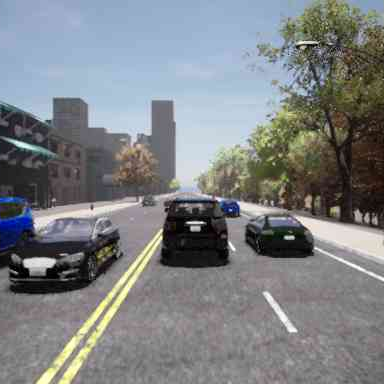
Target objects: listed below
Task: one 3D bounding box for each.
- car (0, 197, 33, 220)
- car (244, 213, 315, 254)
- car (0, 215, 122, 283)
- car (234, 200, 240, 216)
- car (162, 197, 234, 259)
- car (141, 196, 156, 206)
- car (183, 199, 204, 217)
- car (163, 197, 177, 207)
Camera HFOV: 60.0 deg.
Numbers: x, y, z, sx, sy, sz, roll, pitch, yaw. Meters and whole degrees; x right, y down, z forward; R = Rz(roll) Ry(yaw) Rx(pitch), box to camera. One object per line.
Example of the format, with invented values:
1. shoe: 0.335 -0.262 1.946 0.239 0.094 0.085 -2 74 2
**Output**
1. car: -6.598 1.201 9.596 2.150 2.045 5.566 0 0 0
2. car: 3.354 1.535 13.454 1.994 1.385 4.181 0 0 0
3. car: -3.348 1.471 9.675 2.128 1.511 4.902 0 0 0
4. car: 3.361 1.410 31.353 1.882 1.535 5.008 0 0 0
5. car: 0.103 1.194 12.678 2.150 2.045 5.566 0 0 0
6. car: -6.555 1.395 50.760 1.837 1.490 4.892 0 0 0
7. car: 0.111 1.459 30.880 1.812 1.442 4.674 0 0 0
8. car: -3.303 1.491 50.883 1.895 1.301 4.718 0 0 0
